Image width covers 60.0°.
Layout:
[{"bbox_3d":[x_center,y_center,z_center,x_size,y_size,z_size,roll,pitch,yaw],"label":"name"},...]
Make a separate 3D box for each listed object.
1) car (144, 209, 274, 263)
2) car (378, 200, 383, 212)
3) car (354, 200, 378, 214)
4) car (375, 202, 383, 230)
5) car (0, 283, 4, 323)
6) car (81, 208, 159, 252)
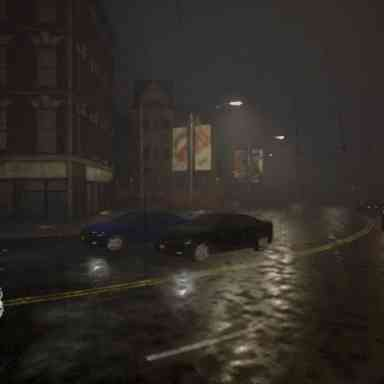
[{"bbox_3d":[0.957,1.481,12.265,5.008,1.535,1.882,0,0,-40],"label":"car"},{"bbox_3d":[22.788,1.597,37.351,1.895,1.301,4.718,0,0,11],"label":"car"},{"bbox_3d":[18.862,1.547,35.499,2.033,1.411,5.357,0,0,13],"label":"car"},{"bbox_3d":[12.675,1.488,20.353,2.128,1.511,4.902,0,0,31],"label":"car"},{"bbox_3d":[-5.220,1.511,4.273,4.892,1.490,1.837,0,1,-22],"label":"car"},{"bbox_3d":[-2.179,1.484,14.238,5.008,1.535,1.882,0,0,-38],"label":"car"}]
